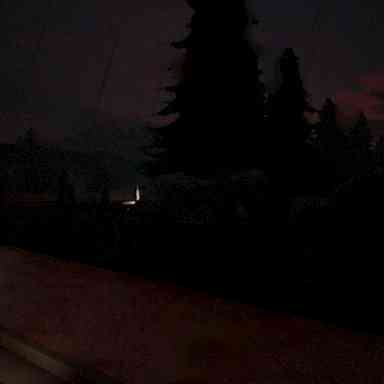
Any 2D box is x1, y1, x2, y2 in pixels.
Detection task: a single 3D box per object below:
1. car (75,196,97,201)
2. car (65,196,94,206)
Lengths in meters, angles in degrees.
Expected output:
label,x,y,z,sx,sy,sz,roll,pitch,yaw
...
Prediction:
label,x,y,z,sx,sy,sz,roll,pitch,yaw
car,-16.950,1.447,51.293,1.882,1.535,5.008,0,1,36
car,-18.579,1.501,55.024,1.994,1.385,4.181,0,1,36
